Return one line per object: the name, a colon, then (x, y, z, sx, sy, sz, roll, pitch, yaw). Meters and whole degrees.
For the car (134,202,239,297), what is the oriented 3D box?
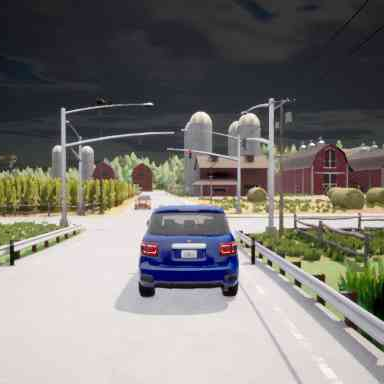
car: (-0.109, 1.365, 9.053, 2.150, 2.045, 5.566, 0, -2, -1)

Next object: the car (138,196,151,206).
car: (-7.602, 1.393, 53.170, 1.994, 1.385, 4.181, 0, 1, -8)

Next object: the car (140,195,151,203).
car: (-8.849, 1.234, 63.135, 1.994, 1.385, 4.181, 0, 1, -7)

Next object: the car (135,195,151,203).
car: (-6.390, 1.335, 43.508, 2.097, 1.767, 4.553, 0, 1, -7)
